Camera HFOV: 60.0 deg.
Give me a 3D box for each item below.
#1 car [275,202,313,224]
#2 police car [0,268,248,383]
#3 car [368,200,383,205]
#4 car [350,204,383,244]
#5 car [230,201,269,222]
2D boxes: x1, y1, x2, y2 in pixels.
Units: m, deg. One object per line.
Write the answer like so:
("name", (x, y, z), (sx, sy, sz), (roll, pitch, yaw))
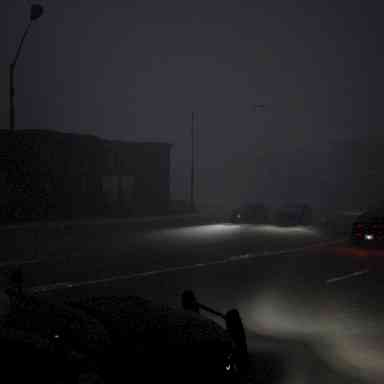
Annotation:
("car", (7.719, 1.512, 24.874), (1.882, 1.535, 5.008), (0, 0, 30))
("police car", (-1.760, 1.425, 2.485), (5.238, 1.638, 1.930), (0, 0, -35))
("car", (17.316, 1.517, 30.148), (1.837, 1.490, 4.892), (0, 0, 14))
("car", (8.658, 1.517, 14.749), (4.892, 1.490, 1.837), (0, 0, -45))
("car", (4.700, 1.521, 26.645), (2.128, 1.511, 4.902), (0, 0, 30))
